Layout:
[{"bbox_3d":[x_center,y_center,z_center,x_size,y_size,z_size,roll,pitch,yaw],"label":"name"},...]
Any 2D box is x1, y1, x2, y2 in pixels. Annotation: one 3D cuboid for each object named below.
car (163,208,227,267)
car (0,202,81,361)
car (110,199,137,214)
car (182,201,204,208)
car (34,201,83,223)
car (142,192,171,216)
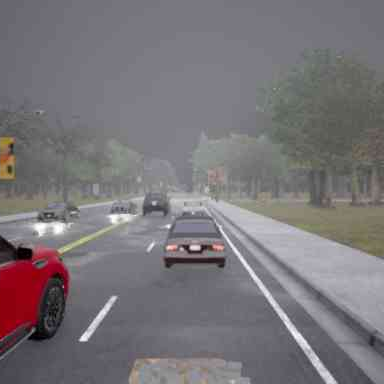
[{"bbox_3d":[0.087,1.486,11.169,2.033,1.411,5.357,0,0,0],"label":"car"},{"bbox_3d":[-3.159,1.202,3.308,2.150,2.045,5.566,0,0,0],"label":"car"},{"bbox_3d":[-6.597,1.389,32.294,1.994,1.385,4.181,0,0,0],"label":"car"},{"bbox_3d":[0.100,1.440,29.642,1.895,1.301,4.718,0,0,0],"label":"car"},{"bbox_3d":[-9.851,1.429,24.876,1.994,1.385,4.181,0,0,0],"label":"car"},{"bbox_3d":[-3.149,1.057,30.353,2.150,2.045,5.566,0,0,0],"label":"car"}]
